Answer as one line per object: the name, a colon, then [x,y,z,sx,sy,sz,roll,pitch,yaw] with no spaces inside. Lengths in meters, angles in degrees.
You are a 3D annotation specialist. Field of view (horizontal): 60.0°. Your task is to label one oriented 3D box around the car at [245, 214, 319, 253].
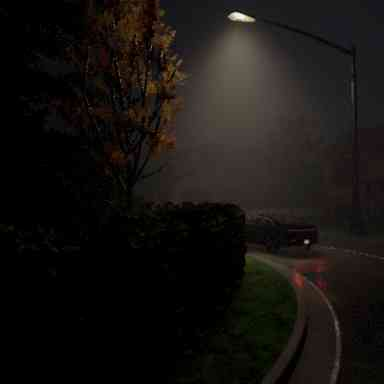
car: [3.431,1.734,14.937,2.128,1.511,4.902,0,-1,-23]
